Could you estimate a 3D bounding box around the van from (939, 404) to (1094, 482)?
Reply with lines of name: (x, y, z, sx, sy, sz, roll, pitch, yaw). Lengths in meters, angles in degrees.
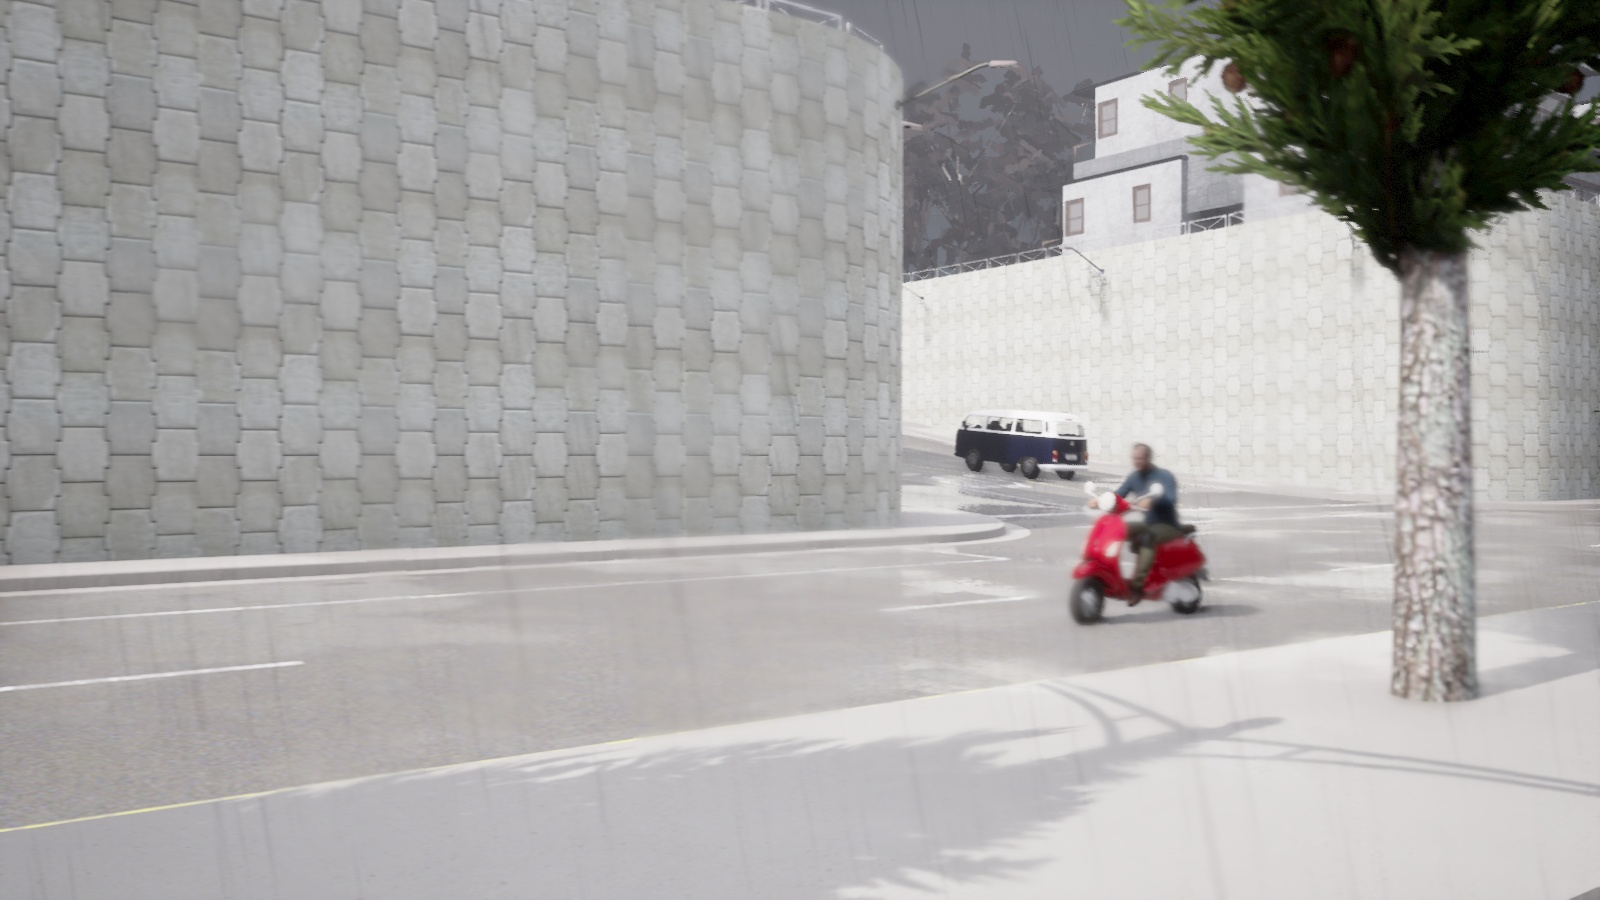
van: (6.617, -0.261, 38.842, 2.069, 2.038, 4.480, 2, 4, -35)

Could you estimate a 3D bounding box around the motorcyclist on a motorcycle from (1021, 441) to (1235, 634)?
motorcyclist on a motorcycle: (2.935, 0.719, 11.185, 1.817, 1.590, 0.866, 0, 0, -35)
